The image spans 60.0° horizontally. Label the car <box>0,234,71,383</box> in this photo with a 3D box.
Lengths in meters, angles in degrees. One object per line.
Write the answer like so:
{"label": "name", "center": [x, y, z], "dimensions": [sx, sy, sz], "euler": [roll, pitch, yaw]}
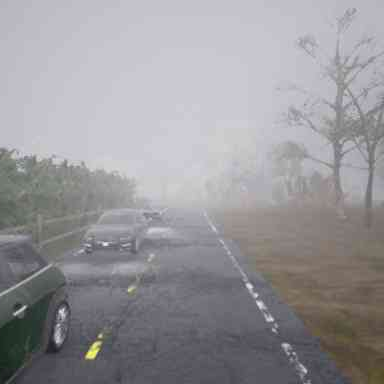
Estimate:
{"label": "car", "center": [-2.853, 1.347, 3.061], "dimensions": [2.097, 1.767, 4.553], "euler": [0, 0, 0]}

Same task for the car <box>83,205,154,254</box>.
{"label": "car", "center": [-2.870, 1.477, 13.429], "dimensions": [1.837, 1.490, 4.892], "euler": [0, 0, 0]}

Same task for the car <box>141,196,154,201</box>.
{"label": "car", "center": [-7.920, 1.354, 58.118], "dimensions": [1.994, 1.385, 4.181], "euler": [0, 1, -24]}

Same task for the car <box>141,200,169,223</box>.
{"label": "car", "center": [-2.845, 1.546, 25.054], "dimensions": [1.895, 1.301, 4.718], "euler": [0, 0, 1]}
